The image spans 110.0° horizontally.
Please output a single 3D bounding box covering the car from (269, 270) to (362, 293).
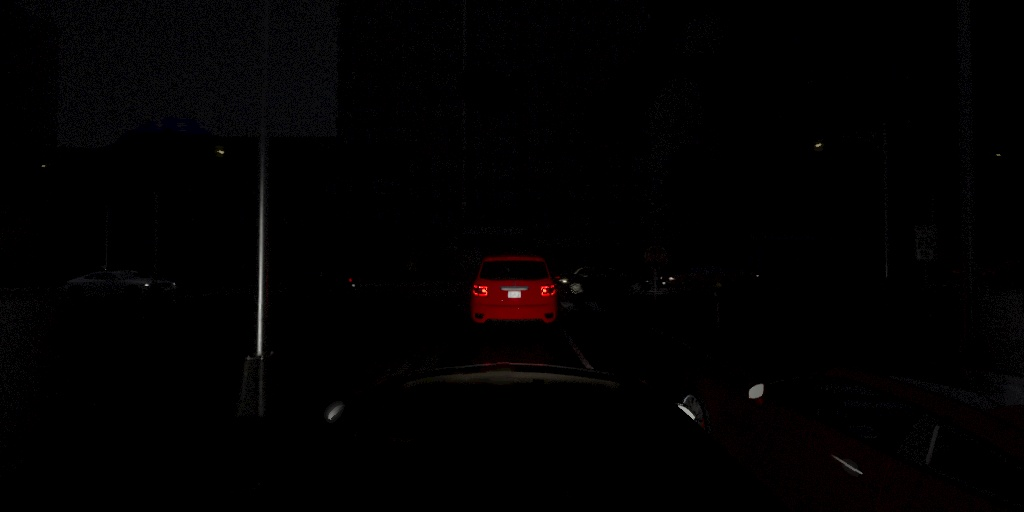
[{"bbox_3d":[-11.664,1.489,21.436,4.718,1.301,1.895,-1,-1,0],"label":"car"}]

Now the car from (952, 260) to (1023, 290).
[{"bbox_3d":[25.811,0.965,18.363,5.008,1.535,1.882,0,-1,0],"label":"car"}]

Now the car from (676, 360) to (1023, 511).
[{"bbox_3d":[2.638,1.332,2.258,1.802,1.307,4.207,0,0,0],"label":"car"}]

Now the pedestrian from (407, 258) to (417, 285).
[{"bbox_3d":[-6.831,1.030,24.337,0.375,1.860,0.375,0,0,0],"label":"pedestrian"}]

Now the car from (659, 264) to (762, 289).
[{"bbox_3d":[11.707,1.205,21.353,5.357,1.411,2.033,-1,-1,0],"label":"car"}]

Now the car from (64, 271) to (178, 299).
[{"bbox_3d":[-20.121,1.467,18.519,4.674,1.442,1.812,-1,-1,0],"label":"car"}]

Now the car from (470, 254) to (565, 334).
[{"bbox_3d":[0.009,0.969,10.814,2.150,2.045,5.566,0,0,-1],"label":"car"}]

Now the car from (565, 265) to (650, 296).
[{"bbox_3d":[4.533,1.202,18.405,4.892,1.490,1.837,-1,0,0],"label":"car"}]
